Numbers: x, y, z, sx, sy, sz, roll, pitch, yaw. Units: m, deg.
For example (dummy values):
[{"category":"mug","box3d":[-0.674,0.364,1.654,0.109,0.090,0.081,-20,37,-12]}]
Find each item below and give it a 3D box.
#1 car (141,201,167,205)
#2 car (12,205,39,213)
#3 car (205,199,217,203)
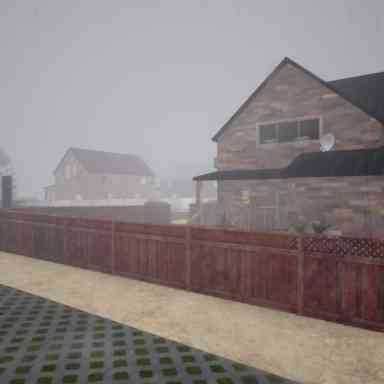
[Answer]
[{"category":"car","box3d":[-4.146,1.675,34.495,1.837,1.490,4.892,0,-1,35]},{"category":"car","box3d":[-12.099,1.633,23.294,2.033,1.411,5.357,0,0,35]},{"category":"car","box3d":[3.020,1.730,44.552,1.882,1.535,5.008,0,0,36]}]
